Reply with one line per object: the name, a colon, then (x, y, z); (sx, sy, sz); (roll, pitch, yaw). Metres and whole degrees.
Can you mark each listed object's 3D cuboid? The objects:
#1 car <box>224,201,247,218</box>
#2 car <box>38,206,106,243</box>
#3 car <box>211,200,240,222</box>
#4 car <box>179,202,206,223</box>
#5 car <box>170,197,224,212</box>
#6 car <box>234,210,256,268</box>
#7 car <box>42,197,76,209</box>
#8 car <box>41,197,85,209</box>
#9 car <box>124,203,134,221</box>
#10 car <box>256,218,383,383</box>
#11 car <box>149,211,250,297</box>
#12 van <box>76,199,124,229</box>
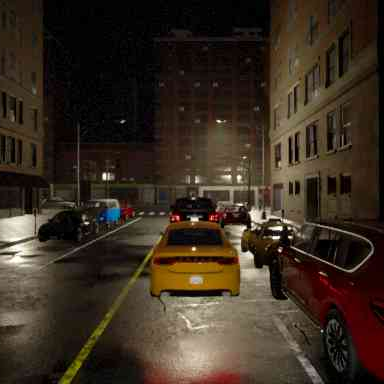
car: (2.653, 1.464, 21.782); (1.967, 1.590, 4.097); (1, 0, 0)
car: (-5.867, 1.582, 16.292); (1.947, 1.339, 4.313); (1, 0, 0)
car: (2.648, 1.471, 27.265); (1.967, 1.590, 4.097); (1, 0, 0)
car: (0.054, 1.595, 26.689); (1.994, 1.385, 4.181); (0, 0, 1)
car: (0.086, 1.237, 16.221); (2.150, 2.045, 5.566); (0, 0, 0)
car: (2.664, 1.534, 10.987); (1.752, 1.417, 4.829); (1, 0, 0)
car: (-16.550, 1.483, 40.134); (4.718, 1.301, 1.895); (0, -1, 1)
car: (-16.750, 1.409, 43.396); (4.902, 1.511, 2.128); (0, -1, 0)
car: (-5.878, 1.576, 27.257); (1.887, 1.381, 4.507); (1, 0, 0)
car: (2.672, 1.318, 5.334); (2.192, 1.841, 5.009); (1, 0, 0)
car: (0.041, 1.484, 8.639); (1.882, 1.535, 5.008); (0, 0, -1)
van: (-5.871, 1.365, 21.775); (1.690, 1.788, 3.998); (1, 0, 0)
